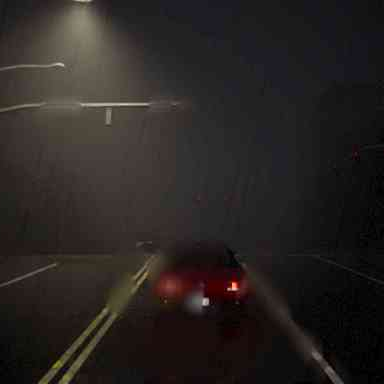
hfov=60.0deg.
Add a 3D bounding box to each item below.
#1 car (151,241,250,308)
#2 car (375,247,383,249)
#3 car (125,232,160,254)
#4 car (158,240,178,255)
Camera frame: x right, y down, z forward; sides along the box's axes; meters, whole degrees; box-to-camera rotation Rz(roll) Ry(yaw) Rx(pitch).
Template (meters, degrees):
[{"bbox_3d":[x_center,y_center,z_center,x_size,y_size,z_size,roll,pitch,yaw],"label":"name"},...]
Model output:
[{"bbox_3d":[0.224,1.927,8.654,1.895,1.301,4.718,0,-2,1],"label":"car"},{"bbox_3d":[17.393,4.909,27.115,4.902,1.511,2.128,4,-11,1],"label":"car"},{"bbox_3d":[-3.223,3.511,22.762,2.128,1.511,4.902,-1,-11,1],"label":"car"},{"bbox_3d":[-2.836,6.783,40.349,2.097,1.767,4.553,0,-11,1],"label":"car"}]
